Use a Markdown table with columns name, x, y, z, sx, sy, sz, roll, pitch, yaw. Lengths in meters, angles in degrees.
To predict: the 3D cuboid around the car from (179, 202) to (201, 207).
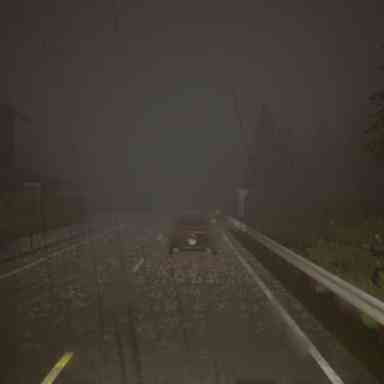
| name | x | y | z | sx | sy | sz | roll | pitch | yaw |
| --- | --- | --- | --- | --- | --- | --- | --- | --- | --- |
| car | 0.056 | 1.802 | 29.200 | 1.882 | 1.535 | 5.008 | 0 | 0 | 1 |

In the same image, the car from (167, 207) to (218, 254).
| name | x | y | z | sx | sy | sz | roll | pitch | yaw |
| --- | --- | --- | --- | --- | --- | --- | --- | --- | --- |
| car | 0.035 | 1.641 | 14.225 | 1.882 | 1.535 | 5.008 | 0 | 0 | 0 |

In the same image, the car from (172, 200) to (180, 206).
| name | x | y | z | sx | sy | sz | roll | pitch | yaw |
| --- | --- | --- | --- | --- | --- | --- | --- | --- | --- |
| car | -3.443 | 2.426 | 72.915 | 1.895 | 1.301 | 4.718 | 0 | -1 | 0 |
